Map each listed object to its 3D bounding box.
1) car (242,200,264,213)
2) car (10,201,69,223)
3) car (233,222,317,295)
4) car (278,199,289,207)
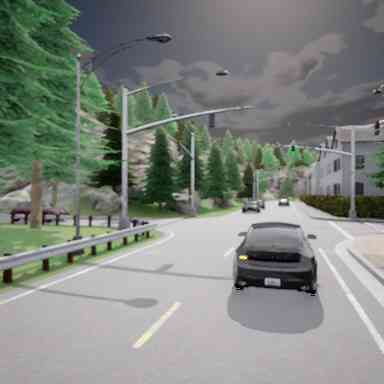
[{"bbox_3d":[7.372,1.837,40.950,1.994,1.385,4.181,0,0,16],"label":"car"},{"bbox_3d":[-12.290,1.497,27.012,4.553,1.767,2.097,0,0,15],"label":"car"},{"bbox_3d":[2.282,1.569,9.064,1.837,1.490,4.892,0,0,16],"label":"car"},{"bbox_3d":[17.317,1.999,62.714,1.994,1.385,4.181,0,0,16],"label":"car"}]
